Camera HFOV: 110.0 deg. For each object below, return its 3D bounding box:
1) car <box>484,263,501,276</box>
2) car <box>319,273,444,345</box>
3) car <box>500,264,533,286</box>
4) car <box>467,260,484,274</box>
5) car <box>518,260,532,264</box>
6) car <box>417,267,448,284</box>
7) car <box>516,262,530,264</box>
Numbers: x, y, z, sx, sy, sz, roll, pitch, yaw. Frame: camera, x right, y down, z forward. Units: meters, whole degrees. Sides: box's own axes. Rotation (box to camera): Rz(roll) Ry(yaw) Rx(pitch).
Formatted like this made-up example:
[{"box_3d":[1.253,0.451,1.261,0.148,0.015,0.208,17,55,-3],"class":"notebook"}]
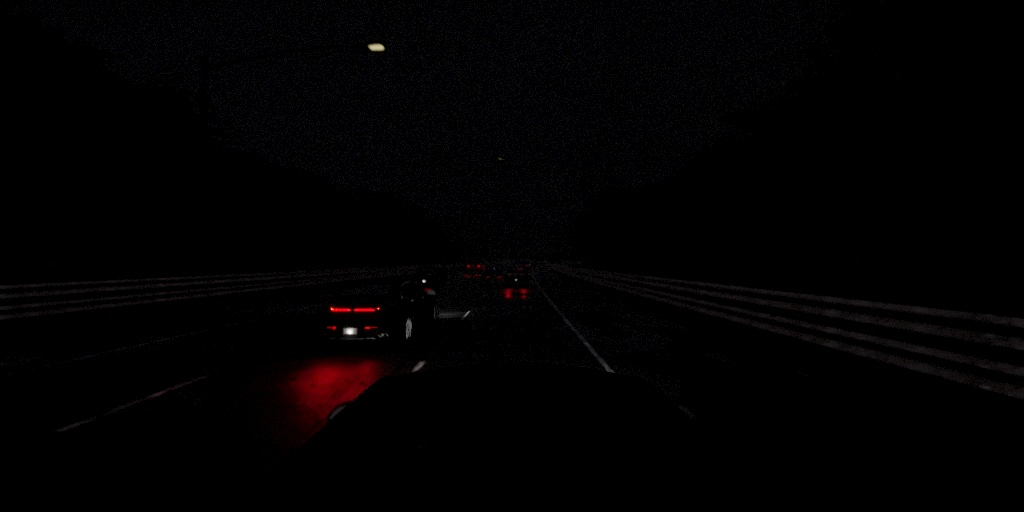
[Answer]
[{"box_3d":[-2.231,1.755,49.639,2.097,1.767,4.553,0,-1,3],"class":"car"},{"box_3d":[-3.358,1.367,9.909,1.837,1.490,4.892,0,-1,0],"class":"car"},{"box_3d":[0.403,1.633,29.536,2.128,1.511,4.902,0,-1,2],"class":"car"},{"box_3d":[-5.502,1.692,55.257,2.150,2.045,5.566,0,-1,3],"class":"car"},{"box_3d":[1.937,1.803,63.522,2.150,2.045,5.566,0,-1,4],"class":"car"},{"box_3d":[-6.526,1.640,29.262,1.837,1.490,4.892,0,-1,2],"class":"car"},{"box_3d":[1.073,1.858,47.565,1.882,1.535,5.008,0,-1,3],"class":"car"}]
